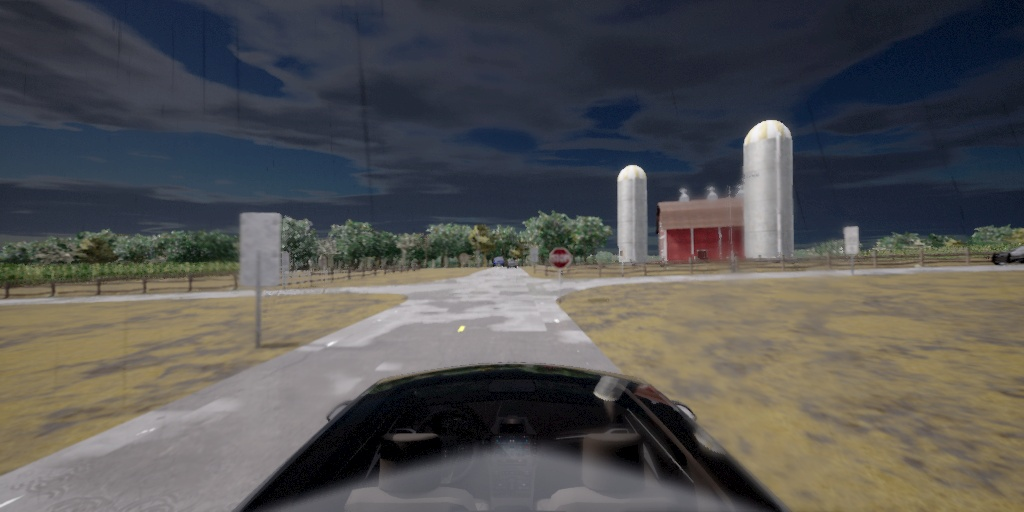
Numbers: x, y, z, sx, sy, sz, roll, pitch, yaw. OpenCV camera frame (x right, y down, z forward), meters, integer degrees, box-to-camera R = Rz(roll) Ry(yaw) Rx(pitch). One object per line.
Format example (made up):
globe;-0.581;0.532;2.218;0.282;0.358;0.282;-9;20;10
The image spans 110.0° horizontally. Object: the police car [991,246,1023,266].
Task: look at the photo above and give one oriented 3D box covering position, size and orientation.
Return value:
police car;38.958;-0.124;26.767;5.238;1.638;1.930;-2;-1;0
